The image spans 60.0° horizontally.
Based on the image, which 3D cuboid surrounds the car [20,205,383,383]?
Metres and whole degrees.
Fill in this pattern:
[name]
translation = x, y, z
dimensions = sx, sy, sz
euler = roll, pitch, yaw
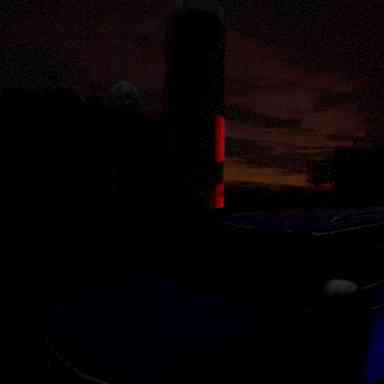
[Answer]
[car]
translation = 1.143, 1.224, 3.876
dimensions = 5.566, 2.045, 2.150
euler = 0, 0, -35
